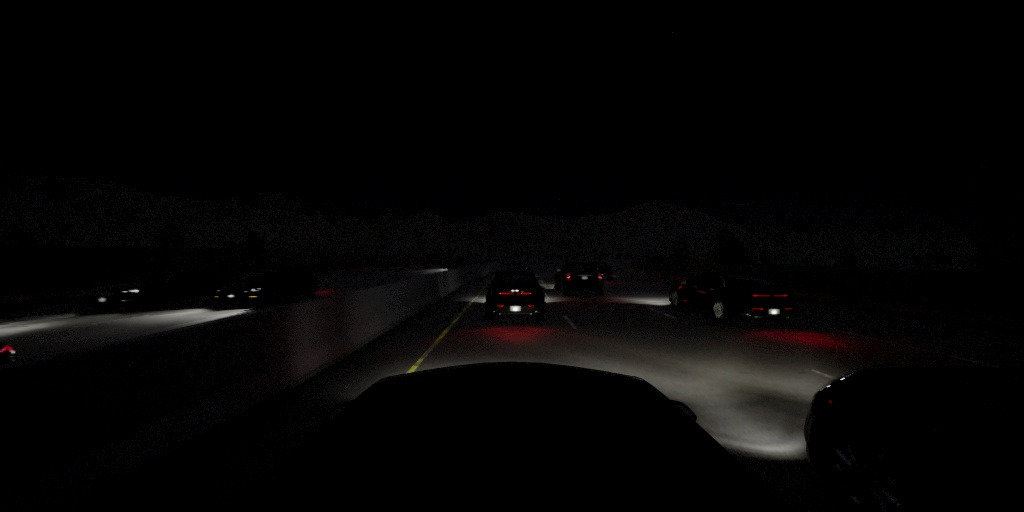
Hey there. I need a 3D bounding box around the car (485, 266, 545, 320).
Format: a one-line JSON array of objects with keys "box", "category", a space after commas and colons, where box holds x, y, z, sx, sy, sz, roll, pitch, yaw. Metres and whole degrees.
[{"box": [0.100, 1.255, 12.684, 1.837, 1.490, 4.892, 0, 0, 0], "category": "car"}]

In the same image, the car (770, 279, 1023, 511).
[{"box": [3.600, 1.102, 1.232, 2.097, 1.767, 4.553, 0, 0, 0], "category": "car"}]

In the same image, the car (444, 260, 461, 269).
[{"box": [-9.250, 1.314, 57.527, 1.994, 1.385, 4.181, 0, 0, 17], "category": "car"}]

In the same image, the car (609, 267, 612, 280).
[{"box": [7.354, 1.256, 31.094, 1.837, 1.490, 4.892, 0, 0, 3], "category": "car"}]

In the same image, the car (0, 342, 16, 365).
[{"box": [-7.099, 1.314, 2.678, 1.994, 1.385, 4.181, 0, 0, 0], "category": "car"}]

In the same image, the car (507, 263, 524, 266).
[{"box": [0.295, 1.298, 30.813, 2.033, 1.411, 5.357, 0, 0, 3], "category": "car"}]

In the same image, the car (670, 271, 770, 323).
[{"box": [7.100, 1.256, 12.129, 1.837, 1.490, 4.892, 0, 0, 0], "category": "car"}]

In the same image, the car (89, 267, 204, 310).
[{"box": [-14.085, 1.241, 14.781, 2.128, 1.511, 4.902, 0, 0, 0], "category": "car"}]

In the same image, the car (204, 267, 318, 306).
[{"box": [-10.582, 1.255, 15.937, 1.837, 1.490, 4.892, 0, 0, 0], "category": "car"}]

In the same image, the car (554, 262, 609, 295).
[{"box": [3.599, 1.103, 19.860, 2.097, 1.767, 4.553, 0, 0, 0], "category": "car"}]

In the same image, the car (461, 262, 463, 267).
[{"box": [-5.774, 1.351, 57.008, 1.895, 1.301, 4.718, 0, 0, 17], "category": "car"}]

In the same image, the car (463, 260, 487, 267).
[{"box": [-4.407, 1.299, 48.561, 2.033, 1.411, 5.357, 0, 0, 13], "category": "car"}]
